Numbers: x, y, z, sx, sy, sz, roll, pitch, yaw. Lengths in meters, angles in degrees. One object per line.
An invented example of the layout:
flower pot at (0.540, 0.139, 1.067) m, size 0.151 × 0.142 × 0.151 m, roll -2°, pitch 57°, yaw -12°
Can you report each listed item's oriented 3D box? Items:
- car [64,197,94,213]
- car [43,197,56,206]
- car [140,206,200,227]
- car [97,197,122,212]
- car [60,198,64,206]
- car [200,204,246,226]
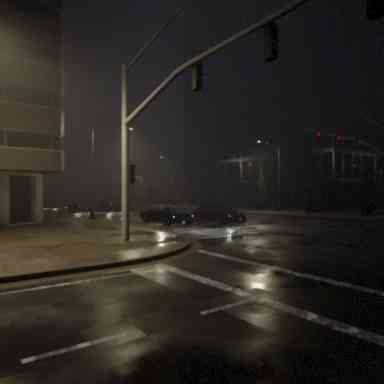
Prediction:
car at (-13.151, 1.590, 38.992) m, size 1.812 × 1.442 × 4.674 m, roll 0°, pitch 0°, yaw -36°
car at (-22.950, 1.465, 52.514) m, size 1.895 × 1.301 × 4.718 m, roll 0°, pitch 0°, yaw -36°
car at (-1.810, 1.665, 23.454) m, size 1.895 × 1.301 × 4.718 m, roll 0°, pitch 0°, yaw -36°
car at (-9.914, 1.419, 40.479) m, size 2.097 × 1.767 × 4.553 m, roll 0°, pitch 0°, yaw -36°
car at (-20.144, 1.581, 54.606) m, size 1.882 × 1.535 × 5.008 m, roll 0°, pitch 0°, yaw -36°
car at (1.876, 1.592, 24.524) m, size 1.812 × 1.442 × 4.674 m, roll 0°, pitch 0°, yaw -38°
